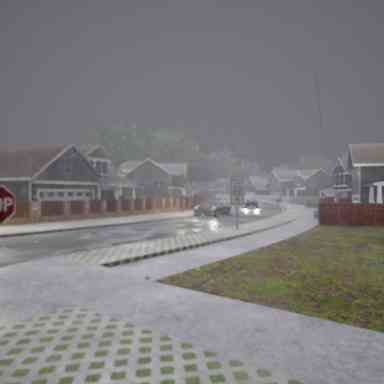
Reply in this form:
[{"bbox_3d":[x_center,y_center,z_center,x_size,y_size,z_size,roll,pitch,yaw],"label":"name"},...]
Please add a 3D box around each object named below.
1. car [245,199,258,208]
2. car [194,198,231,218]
[{"bbox_3d":[8.734,1.623,48.741,1.895,1.301,4.718,0,0,11],"label":"car"},{"bbox_3d":[1.902,1.338,29.678,2.097,1.767,4.553,0,0,26],"label":"car"}]
